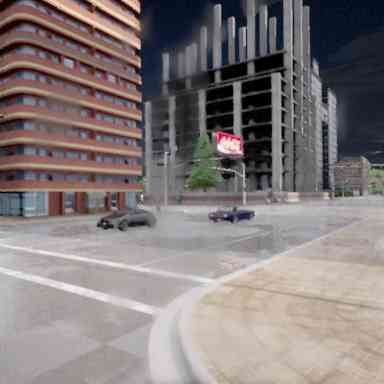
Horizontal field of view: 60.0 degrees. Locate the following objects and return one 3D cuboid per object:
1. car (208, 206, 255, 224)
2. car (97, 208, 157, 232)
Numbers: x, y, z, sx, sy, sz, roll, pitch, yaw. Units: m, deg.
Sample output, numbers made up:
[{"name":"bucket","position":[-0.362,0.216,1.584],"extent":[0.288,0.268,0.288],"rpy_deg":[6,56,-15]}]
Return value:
[{"name":"car","position":[3.298,1.796,26.749],"extent":[1.895,1.301,4.718],"rpy_deg":[-1,-1,35]},{"name":"car","position":[-4.314,1.801,22.428],"extent":[1.994,1.385,4.181],"rpy_deg":[-1,0,36]}]
